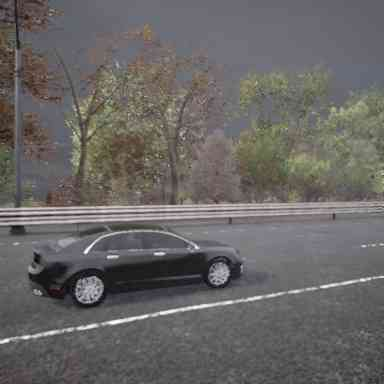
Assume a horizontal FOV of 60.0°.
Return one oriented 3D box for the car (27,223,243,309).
[{"bbox_3d":[-1.101,1.504,7.754,4.892,1.490,1.837,0,0,-26],"label":"car"}]
